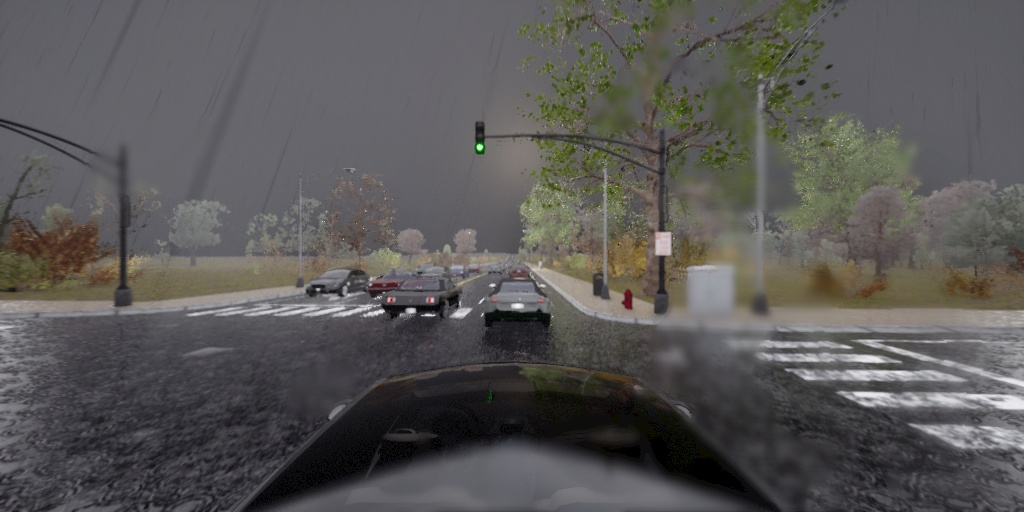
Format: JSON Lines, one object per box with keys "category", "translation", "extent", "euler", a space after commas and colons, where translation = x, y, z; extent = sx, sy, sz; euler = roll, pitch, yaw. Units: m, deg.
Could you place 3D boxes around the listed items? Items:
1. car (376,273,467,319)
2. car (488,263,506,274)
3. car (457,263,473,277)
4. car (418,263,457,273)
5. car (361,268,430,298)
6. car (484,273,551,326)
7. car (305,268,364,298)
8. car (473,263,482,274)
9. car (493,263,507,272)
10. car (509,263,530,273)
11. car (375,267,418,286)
{"category": "car", "translation": [-3.040, 1.448, 13.213], "extent": [1.895, 1.301, 4.718], "euler": [0, -2, 1]}
{"category": "car", "translation": [-2.293, 1.837, 49.797], "extent": [2.033, 1.411, 5.357], "euler": [0, -1, 1]}
{"category": "car", "translation": [-5.853, 1.690, 39.334], "extent": [1.812, 1.442, 4.674], "euler": [0, -1, 2]}
{"category": "car", "translation": [-6.106, 1.555, 29.351], "extent": [1.837, 1.490, 4.892], "euler": [0, -1, 2]}
{"category": "car", "translation": [-6.326, 1.544, 20.121], "extent": [1.895, 1.301, 4.718], "euler": [0, -1, 2]}
{"category": "car", "translation": [0.192, 1.408, 11.983], "extent": [1.994, 1.385, 4.181], "euler": [0, -1, 1]}
{"category": "car", "translation": [-9.572, 1.441, 20.270], "extent": [1.837, 1.490, 4.892], "euler": [0, -1, 2]}
{"category": "car", "translation": [-5.520, 1.784, 52.200], "extent": [1.882, 1.535, 5.008], "euler": [0, -1, 2]}
{"category": "car", "translation": [-2.043, 1.949, 60.212], "extent": [2.033, 1.411, 5.357], "euler": [0, -1, 1]}
{"category": "car", "translation": [0.757, 1.509, 37.207], "extent": [2.097, 1.767, 4.553], "euler": [0, -1, 1]}
{"category": "car", "translation": [-9.351, 1.644, 29.502], "extent": [1.895, 1.301, 4.718], "euler": [0, -1, 2]}
